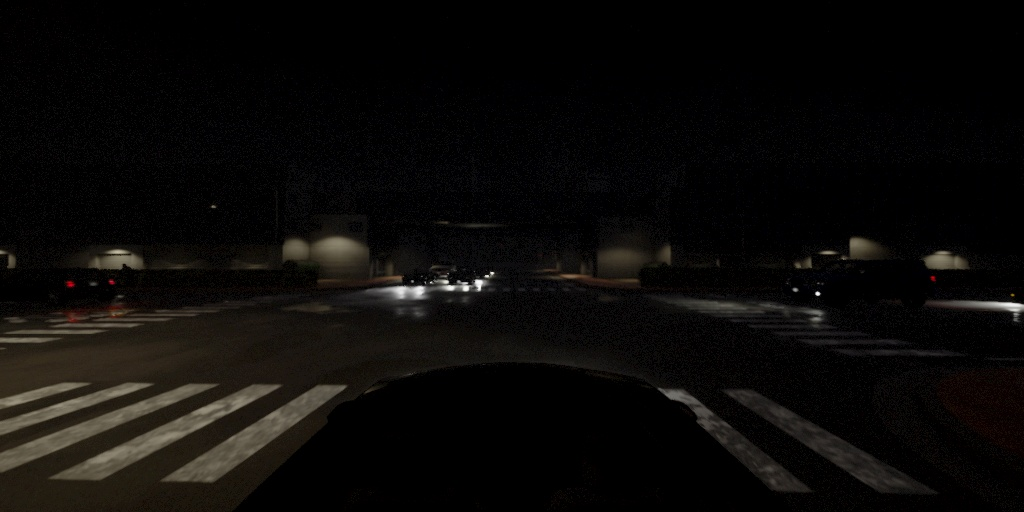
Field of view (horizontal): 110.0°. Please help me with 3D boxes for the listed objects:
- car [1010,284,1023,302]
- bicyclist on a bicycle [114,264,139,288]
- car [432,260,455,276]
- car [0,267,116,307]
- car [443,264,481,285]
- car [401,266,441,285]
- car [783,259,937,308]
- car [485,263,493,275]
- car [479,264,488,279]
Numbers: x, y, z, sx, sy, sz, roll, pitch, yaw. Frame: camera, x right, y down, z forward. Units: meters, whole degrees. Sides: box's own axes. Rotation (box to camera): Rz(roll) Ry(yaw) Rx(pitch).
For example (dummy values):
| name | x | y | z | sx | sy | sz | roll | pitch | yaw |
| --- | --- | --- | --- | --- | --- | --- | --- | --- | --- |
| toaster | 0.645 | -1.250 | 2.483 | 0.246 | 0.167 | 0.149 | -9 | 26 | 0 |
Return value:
| name | x | y | z | sx | sy | sz | roll | pitch | yaw |
| --- | --- | --- | --- | --- | --- | --- | --- | --- | --- |
| car | 25.449 | 1.512 | 16.109 | 4.181 | 1.385 | 1.994 | 0 | -1 | 0 |
| bicyclist on a bicycle | -25.979 | 1.337 | 24.158 | 0.582 | 1.620 | 1.656 | 0 | 0 | 1 |
| car | -7.654 | 1.462 | 40.394 | 2.150 | 2.045 | 5.566 | 0 | -1 | 0 |
| car | -21.098 | 1.293 | 16.304 | 4.553 | 1.767 | 2.097 | 0 | -1 | 1 |
| car | -4.179 | 1.671 | 30.842 | 2.033 | 1.411 | 5.357 | 0 | -1 | 0 |
| car | -7.744 | 1.718 | 30.360 | 1.895 | 1.301 | 4.718 | 0 | -1 | 2 |
| car | 15.483 | 1.168 | 16.116 | 5.566 | 2.045 | 2.150 | 0 | -1 | 0 |
| car | -4.107 | 1.843 | 50.528 | 1.882 | 1.535 | 5.008 | 0 | -1 | 0 |
| car | -4.153 | 1.842 | 40.428 | 1.895 | 1.301 | 4.718 | 0 | -1 | 0 |
